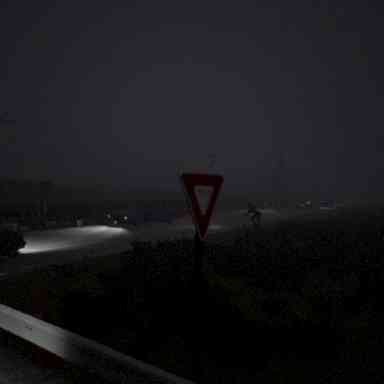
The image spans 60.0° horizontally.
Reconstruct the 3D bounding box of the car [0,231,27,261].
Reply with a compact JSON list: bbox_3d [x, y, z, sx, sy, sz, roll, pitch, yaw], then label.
[{"bbox_3d":[-6.819,1.470,8.978,2.033,1.411,5.357,1,1,6],"label":"car"}]

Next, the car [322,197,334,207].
[{"bbox_3d":[19.585,1.398,49.036,2.033,1.411,5.357,2,1,34],"label":"car"}]

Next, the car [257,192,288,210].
[{"bbox_3d":[9.843,0.999,40.324,2.150,2.045,5.566,2,1,34],"label":"car"}]

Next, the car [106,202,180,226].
[{"bbox_3d":[-2.925,1.350,21.337,2.033,1.411,5.357,2,1,34],"label":"car"}]

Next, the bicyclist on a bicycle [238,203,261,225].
[{"bbox_3d":[3.357,1.441,18.746,1.656,1.620,0.582,2,1,34],"label":"bicyclist on a bicycle"}]

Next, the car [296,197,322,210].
[{"bbox_3d":[14.166,1.390,40.846,1.812,1.442,4.674,2,1,34],"label":"car"}]
